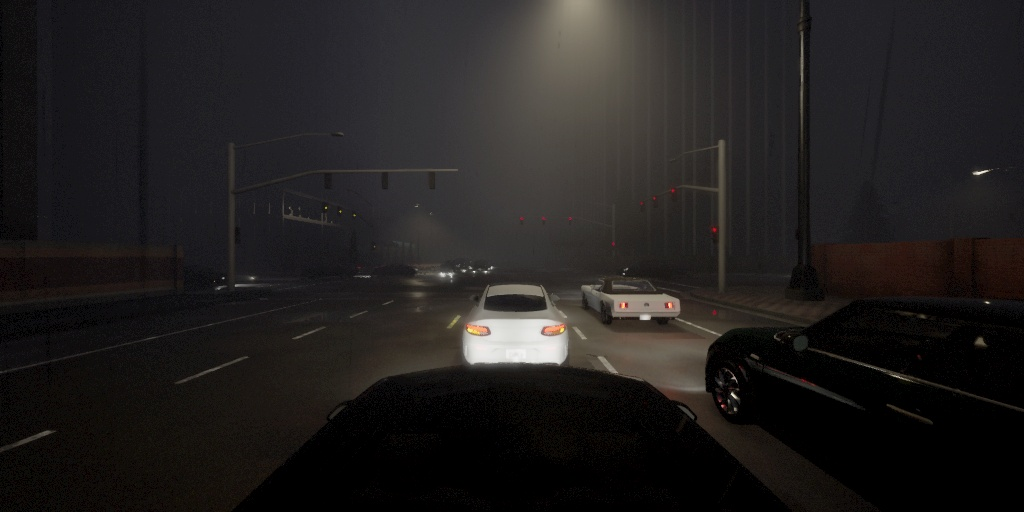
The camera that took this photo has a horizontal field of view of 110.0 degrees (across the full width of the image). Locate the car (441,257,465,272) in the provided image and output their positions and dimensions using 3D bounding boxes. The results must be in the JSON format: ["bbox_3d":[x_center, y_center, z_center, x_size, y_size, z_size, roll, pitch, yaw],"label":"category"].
[{"bbox_3d":[-7.883,1.241,46.224,2.128,1.511,4.902,0,0,1],"label":"car"}]

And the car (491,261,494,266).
[{"bbox_3d":[-4.544,1.276,60.561,1.812,1.442,4.674,0,0,-1],"label":"car"}]

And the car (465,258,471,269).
[{"bbox_3d":[-7.977,1.102,55.371,2.097,1.767,4.553,0,0,-1],"label":"car"}]

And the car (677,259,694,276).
[{"bbox_3d":[15.345,1.102,35.150,4.553,1.767,2.097,0,0,0],"label":"car"}]

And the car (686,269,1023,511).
[{"bbox_3d":[3.600,1.102,2.898,2.097,1.767,4.553,0,0,0],"label":"car"}]

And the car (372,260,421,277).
[{"bbox_3d":[-11.318,1.314,34.901,4.181,1.385,1.994,0,0,-1],"label":"car"}]

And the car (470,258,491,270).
[{"bbox_3d":[-4.405,1.227,51.249,1.882,1.535,5.008,0,0,-1],"label":"car"}]

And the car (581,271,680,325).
[{"bbox_3d":[3.565,1.351,11.800,1.895,1.301,4.718,0,0,0],"label":"car"}]

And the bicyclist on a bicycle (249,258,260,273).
[{"bbox_3d":[-28.401,1.051,39.525,0.582,1.620,1.656,0,0,-1],"label":"bicyclist on a bicycle"}]

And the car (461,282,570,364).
[{"bbox_3d":[0.060,1.276,7.583,1.812,1.442,4.674,0,0,0],"label":"car"}]

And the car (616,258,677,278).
[{"bbox_3d":[11.432,1.101,31.310,4.553,1.767,2.097,0,0,-5],"label":"car"}]

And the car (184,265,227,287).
[{"bbox_3d":[-21.414,1.314,24.103,4.181,1.385,1.994,0,0,0],"label":"car"}]

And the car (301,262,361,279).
[{"bbox_3d":[-15.780,1.241,31.360,4.902,1.511,2.128,0,0,-1],"label":"car"}]
